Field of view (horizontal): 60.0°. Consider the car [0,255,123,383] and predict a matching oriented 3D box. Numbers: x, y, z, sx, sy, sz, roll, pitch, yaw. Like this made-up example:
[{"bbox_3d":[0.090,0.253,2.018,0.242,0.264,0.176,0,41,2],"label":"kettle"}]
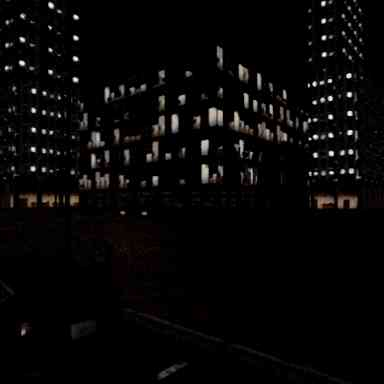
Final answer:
[{"bbox_3d":[-2.879,1.665,5.259,4.313,1.339,1.947,-1,-3,40],"label":"car"}]
